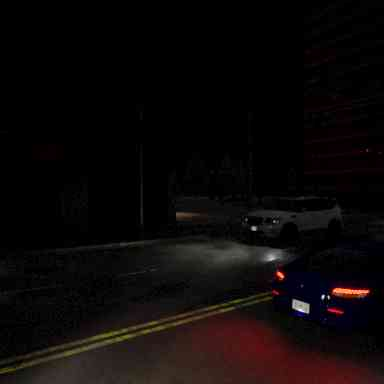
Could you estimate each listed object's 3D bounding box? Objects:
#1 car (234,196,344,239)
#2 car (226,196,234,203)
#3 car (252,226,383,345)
[{"bbox_3d":[4.951,1.221,15.865,5.566,2.045,2.150,0,0,-34],"label":"car"},{"bbox_3d":[8.946,1.508,68.092,4.181,1.385,1.994,0,0,-35],"label":"car"},{"bbox_3d":[3.489,1.526,6.257,4.674,1.442,1.812,0,0,-35],"label":"car"}]
